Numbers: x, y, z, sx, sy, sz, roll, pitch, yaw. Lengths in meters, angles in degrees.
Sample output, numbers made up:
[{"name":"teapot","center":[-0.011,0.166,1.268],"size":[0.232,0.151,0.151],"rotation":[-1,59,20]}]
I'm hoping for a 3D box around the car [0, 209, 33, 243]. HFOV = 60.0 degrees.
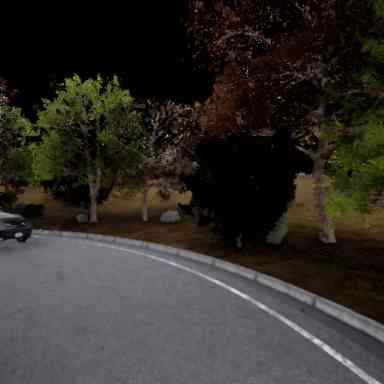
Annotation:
[{"name":"car","center":[-9.181,1.520,14.744],"size":[4.892,1.490,1.837],"rotation":[0,-1,29]}]
